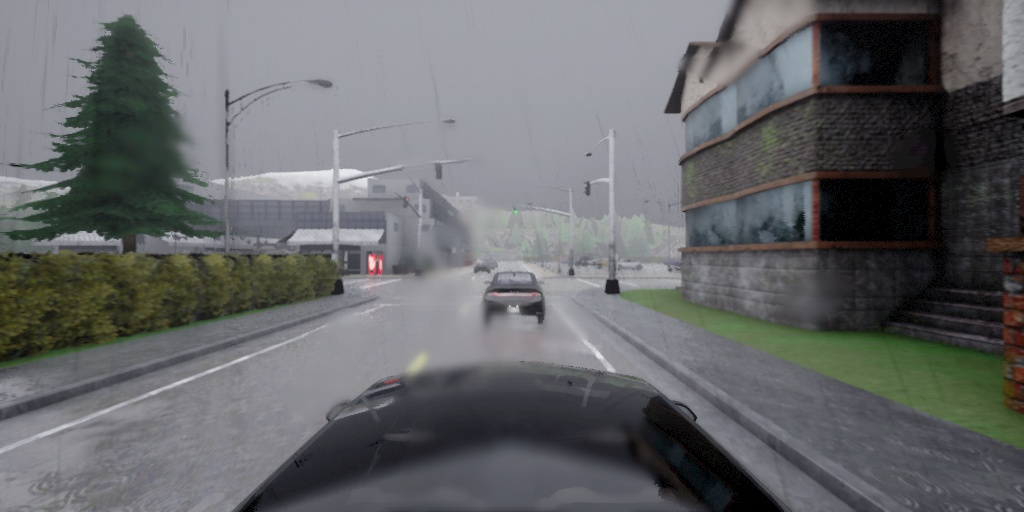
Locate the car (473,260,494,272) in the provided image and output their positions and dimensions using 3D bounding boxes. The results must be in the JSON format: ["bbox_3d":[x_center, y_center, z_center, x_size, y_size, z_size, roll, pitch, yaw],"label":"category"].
[{"bbox_3d":[-3.594,1.431,43.854,1.895,1.301,4.718,0,0,0],"label":"car"}]

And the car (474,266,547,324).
[{"bbox_3d":[0.084,1.261,12.032,2.128,1.511,4.902,0,0,0],"label":"car"}]

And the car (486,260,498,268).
[{"bbox_3d":[-3.527,1.432,63.887,1.994,1.385,4.181,0,0,1],"label":"car"}]

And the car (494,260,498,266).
[{"bbox_3d":[-3.583,1.413,53.880,1.994,1.385,4.181,0,0,0],"label":"car"}]
